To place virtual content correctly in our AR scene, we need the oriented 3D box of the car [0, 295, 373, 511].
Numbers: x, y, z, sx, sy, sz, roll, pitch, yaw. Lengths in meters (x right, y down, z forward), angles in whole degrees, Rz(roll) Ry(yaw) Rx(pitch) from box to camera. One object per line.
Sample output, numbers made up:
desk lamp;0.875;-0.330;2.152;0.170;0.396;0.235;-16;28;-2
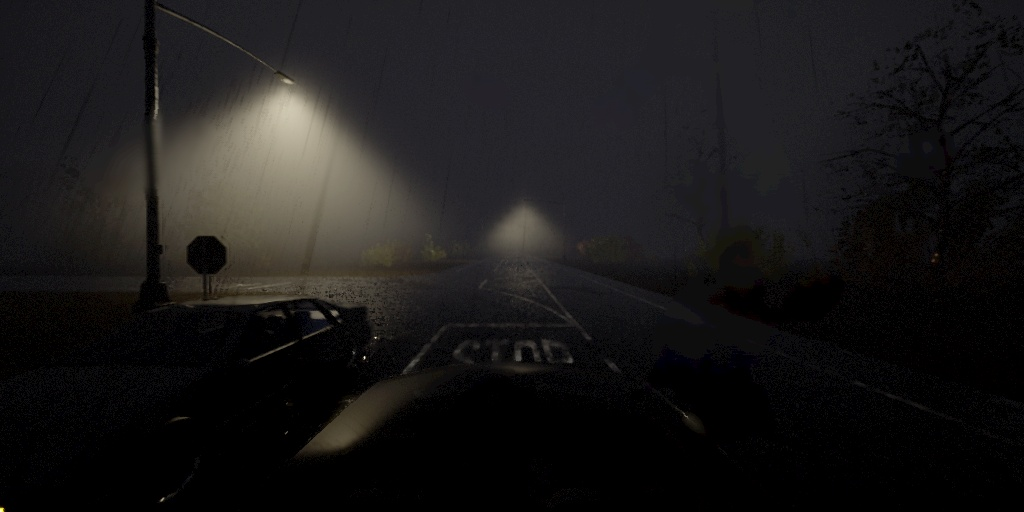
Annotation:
car;-3.522;1.251;4.453;2.033;1.411;5.357;0;1;0
